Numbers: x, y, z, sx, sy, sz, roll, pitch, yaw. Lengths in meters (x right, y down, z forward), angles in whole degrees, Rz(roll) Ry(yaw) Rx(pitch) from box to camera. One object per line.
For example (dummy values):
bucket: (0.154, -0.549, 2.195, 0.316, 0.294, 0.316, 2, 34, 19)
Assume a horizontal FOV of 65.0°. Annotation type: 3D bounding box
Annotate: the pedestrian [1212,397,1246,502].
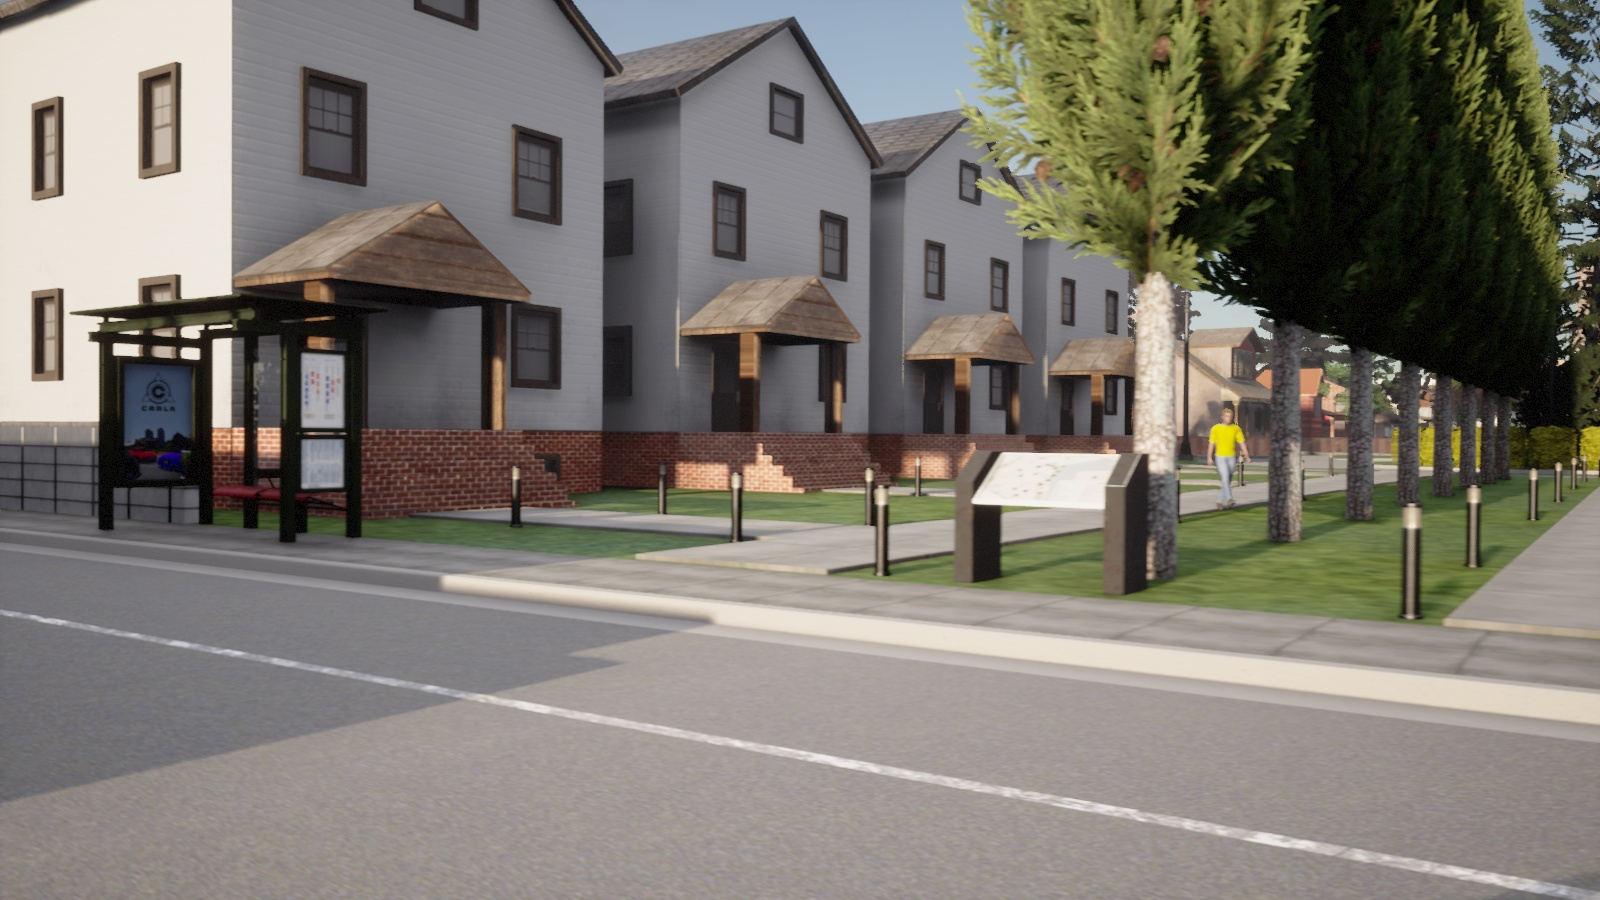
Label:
pedestrian: (7.597, -0.013, 22.248, 0.354, 1.836, 0.706, -1, 1, 1)
